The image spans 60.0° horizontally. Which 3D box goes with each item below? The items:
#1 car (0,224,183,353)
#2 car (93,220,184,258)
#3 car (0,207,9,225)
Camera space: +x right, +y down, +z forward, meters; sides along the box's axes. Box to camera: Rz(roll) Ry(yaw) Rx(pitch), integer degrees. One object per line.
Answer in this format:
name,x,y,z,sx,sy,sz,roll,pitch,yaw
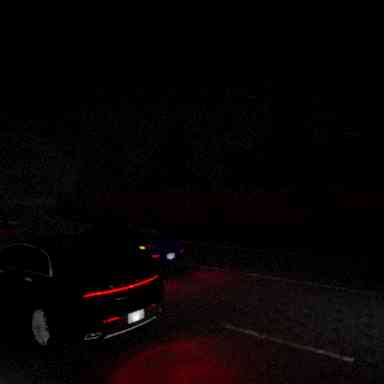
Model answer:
car,-2.672,1.573,6.349,4.892,1.490,1.837,-1,0,40
car,-2.323,1.622,10.660,4.674,1.442,1.812,-1,-1,41
car,-14.401,1.799,23.747,1.837,1.490,4.892,0,0,-38
